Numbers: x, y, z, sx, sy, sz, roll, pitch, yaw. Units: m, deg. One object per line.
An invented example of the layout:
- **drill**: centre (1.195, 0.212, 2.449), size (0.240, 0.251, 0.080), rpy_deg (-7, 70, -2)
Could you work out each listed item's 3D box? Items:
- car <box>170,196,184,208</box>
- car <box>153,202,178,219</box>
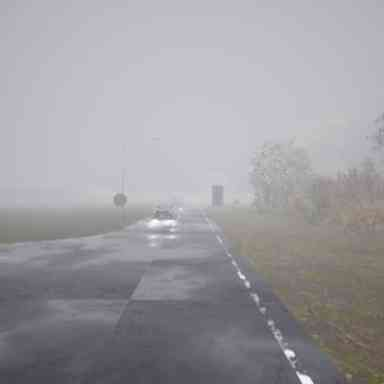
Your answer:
- **car**: centre (-2.685, 1.745, 58.795), size (2.150, 2.045, 5.566), rpy_deg (0, 0, 0)
- **car**: centre (-2.712, 1.898, 32.664), size (1.895, 1.301, 4.718), rpy_deg (0, 0, 0)
